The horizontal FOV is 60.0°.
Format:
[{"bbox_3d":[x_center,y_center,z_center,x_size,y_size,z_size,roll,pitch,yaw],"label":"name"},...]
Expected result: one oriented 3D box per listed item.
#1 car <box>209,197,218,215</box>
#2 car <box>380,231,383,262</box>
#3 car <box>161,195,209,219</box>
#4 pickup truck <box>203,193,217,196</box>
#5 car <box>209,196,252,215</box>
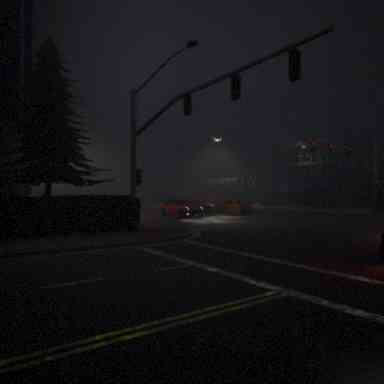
[{"bbox_3d":[0.131,1.527,34.334,1.882,1.535,5.008,0,0,-36],"label":"car"},{"bbox_3d":[7.974,1.383,11.405,2.097,1.767,4.553,0,0,39],"label":"car"},{"bbox_3d":[-0.904,1.394,29.811,2.097,1.767,4.553,0,0,-36],"label":"car"},{"bbox_3d":[3.478,1.158,64.082,2.390,2.098,6.274,0,0,-6],"label":"pickup truck"},{"bbox_3d":[4.143,1.536,35.135,1.882,1.535,5.008,0,0,-36],"label":"car"}]
